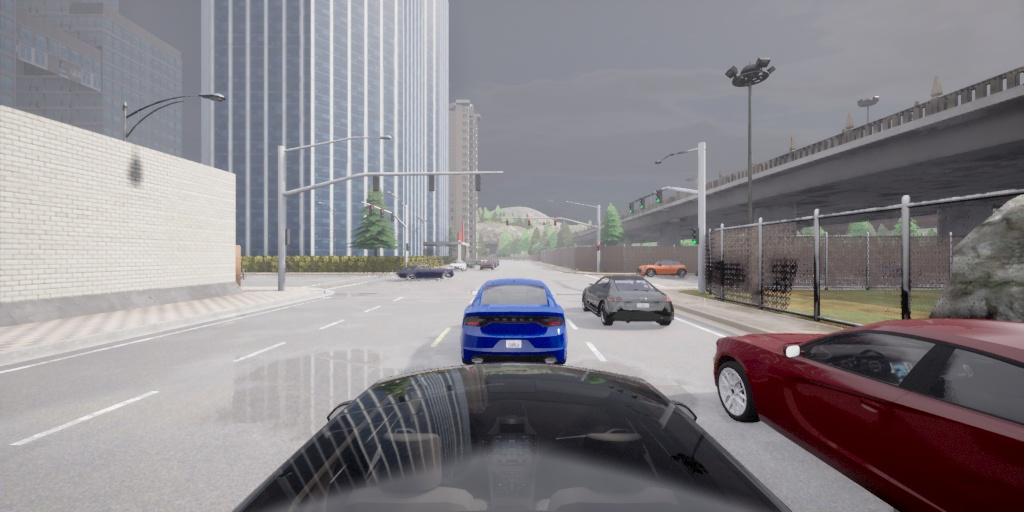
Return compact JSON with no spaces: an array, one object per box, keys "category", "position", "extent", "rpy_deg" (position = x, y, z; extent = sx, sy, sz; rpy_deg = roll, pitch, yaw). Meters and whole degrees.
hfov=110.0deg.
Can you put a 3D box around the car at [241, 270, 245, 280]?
[{"category":"car","position":[-23.843,1.283,28.236],"extent":[5.008,1.535,1.882],"rpy_deg":[0,0,0]}]

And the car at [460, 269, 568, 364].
[{"category":"car","position":[0.053,1.228,8.090],"extent":[1.882,1.535,5.008],"rpy_deg":[0,0,1]}]

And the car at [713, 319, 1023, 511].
[{"category":"car","position":[3.601,1.228,2.757],"extent":[1.882,1.535,5.008],"rpy_deg":[0,0,0]}]

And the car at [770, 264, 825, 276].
[{"category":"car","position":[28.344,1.406,35.543],"extent":[4.718,1.301,1.895],"rpy_deg":[0,0,0]}]

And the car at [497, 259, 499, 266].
[{"category":"car","position":[-3.574,1.351,61.099],"extent":[1.895,1.301,4.718],"rpy_deg":[0,0,0]}]

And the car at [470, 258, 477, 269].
[{"category":"car","position":[-7.086,1.102,56.176],"extent":[2.097,1.767,4.553],"rpy_deg":[0,0,0]}]

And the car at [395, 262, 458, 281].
[{"category":"car","position":[-7.294,1.381,30.104],"extent":[4.718,1.301,1.895],"rpy_deg":[0,0,-25]}]

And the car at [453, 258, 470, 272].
[{"category":"car","position":[-7.092,1.276,47.311],"extent":[1.812,1.442,4.674],"rpy_deg":[0,0,0]}]

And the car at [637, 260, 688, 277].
[{"category":"car","position":[14.757,1.157,35.515],"extent":[4.553,1.767,2.097],"rpy_deg":[0,0,0]}]

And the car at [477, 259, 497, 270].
[{"category":"car","position":[-3.586,1.351,51.935],"extent":[1.895,1.301,4.718],"rpy_deg":[0,0,0]}]

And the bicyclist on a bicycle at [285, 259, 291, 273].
[{"category":"bicyclist on a bicycle","position":[-25.301,1.106,40.213],"extent":[0.582,1.620,1.656],"rpy_deg":[0,0,0]}]

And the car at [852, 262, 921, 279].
[{"category":"car","position":[33.348,1.283,32.049],"extent":[5.008,1.535,1.882],"rpy_deg":[0,0,0]}]

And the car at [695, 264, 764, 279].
[{"category":"car","position":[19.395,1.353,32.025],"extent":[5.357,1.411,2.033],"rpy_deg":[0,0,0]}]

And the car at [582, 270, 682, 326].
[{"category":"car","position":[3.574,1.314,11.751],"extent":[1.994,1.385,4.181],"rpy_deg":[0,0,0]}]
